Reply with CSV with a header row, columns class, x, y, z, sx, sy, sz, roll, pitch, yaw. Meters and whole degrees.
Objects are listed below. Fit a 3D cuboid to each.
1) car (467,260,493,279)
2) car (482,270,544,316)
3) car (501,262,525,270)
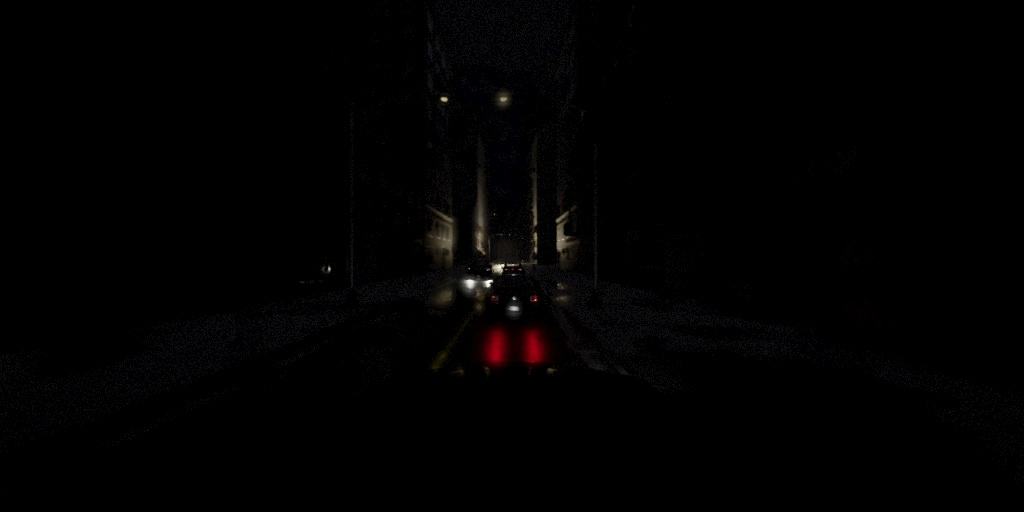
class,x,y,z,sx,sy,sz,roll,pitch,yaw
car,-2.856,1.137,32.825,2.097,1.767,4.553,0,0,0
car,0.089,1.364,13.433,1.895,1.301,4.718,0,0,0
car,0.085,1.273,30.151,2.128,1.511,4.902,0,0,0
